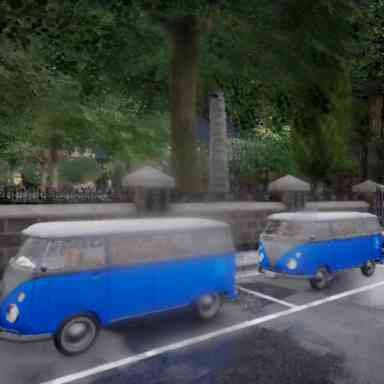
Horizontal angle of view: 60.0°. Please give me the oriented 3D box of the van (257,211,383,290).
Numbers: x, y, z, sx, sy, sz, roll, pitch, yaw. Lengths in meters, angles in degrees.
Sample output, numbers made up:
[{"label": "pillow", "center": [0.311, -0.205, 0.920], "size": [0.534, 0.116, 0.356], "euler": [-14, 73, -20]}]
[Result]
[{"label": "van", "center": [3.557, 1.441, 9.075], "size": [3.998, 1.788, 1.690], "euler": [1, -1, -35]}]

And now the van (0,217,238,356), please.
[{"label": "van", "center": [-1.049, 1.372, 5.790], "size": [3.998, 1.788, 1.690], "euler": [1, -1, -35]}]
